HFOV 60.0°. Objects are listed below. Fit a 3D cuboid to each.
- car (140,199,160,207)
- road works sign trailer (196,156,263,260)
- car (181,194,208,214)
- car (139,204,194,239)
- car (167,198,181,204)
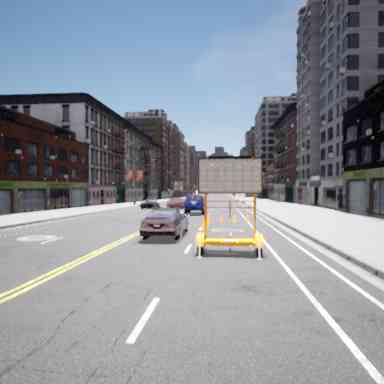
[{"bbox_3d":[-5.525,1.641,43.995,1.895,1.301,4.718,0,0,5],"label":"car"},{"bbox_3d":[1.438,0.465,12.530,2.380,3.560,2.880,0,0,8],"label":"road works sign trailer"},{"bbox_3d":[0.414,1.247,35.524,2.150,2.045,5.566,0,0,5],"label":"car"},{"bbox_3d":[-1.310,1.550,17.233,2.033,1.411,5.357,0,0,5],"label":"car"},{"bbox_3d":[-2.210,1.520,44.526,1.882,1.535,5.008,0,0,5],"label":"car"}]
